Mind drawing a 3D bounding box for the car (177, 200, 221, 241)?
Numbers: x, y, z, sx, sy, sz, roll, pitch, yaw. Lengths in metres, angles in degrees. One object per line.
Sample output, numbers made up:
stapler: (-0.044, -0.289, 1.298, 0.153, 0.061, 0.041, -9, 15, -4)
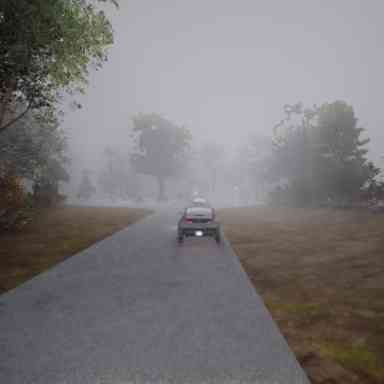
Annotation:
car: (0.330, 1.380, 15.803, 1.837, 1.490, 4.892, 0, 1, 1)

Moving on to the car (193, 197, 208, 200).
car: (0.814, 1.231, 31.792, 1.812, 1.442, 4.674, 0, 1, 4)
